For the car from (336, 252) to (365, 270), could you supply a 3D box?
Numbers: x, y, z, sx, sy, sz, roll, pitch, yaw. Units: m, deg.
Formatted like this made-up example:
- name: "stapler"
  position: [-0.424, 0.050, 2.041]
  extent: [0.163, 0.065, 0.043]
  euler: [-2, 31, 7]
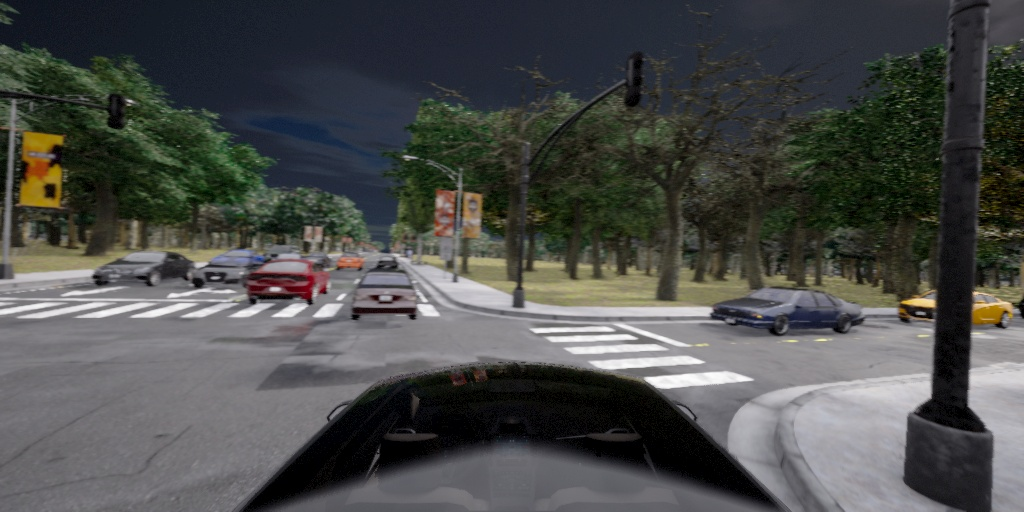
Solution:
- name: "car"
  position: [-15.084, 0.411, 33.748]
  extent: [2.097, 1.767, 4.553]
  euler: [3, 0, -19]

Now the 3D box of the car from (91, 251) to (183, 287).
- name: "car"
  position: [-16.090, 0.487, 16.057]
  extent: [1.812, 1.442, 4.674]
  euler: [3, 0, -19]

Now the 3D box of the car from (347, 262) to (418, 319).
- name: "car"
  position: [-4.119, 1.114, 11.767]
  extent: [2.033, 1.411, 5.357]
  euler: [3, 0, -19]

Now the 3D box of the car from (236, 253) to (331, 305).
- name: "car"
  position: [-8.129, 0.842, 13.459]
  extent: [1.882, 1.535, 5.008]
  euler: [3, 0, -19]

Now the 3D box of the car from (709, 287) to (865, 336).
- name: "car"
  position: [9.439, 1.789, 12.222]
  extent: [5.357, 1.411, 2.033]
  euler: [3, 0, -19]

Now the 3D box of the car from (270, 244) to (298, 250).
- name: "car"
  position: [-22.677, -0.105, 35.514]
  extent: [2.150, 2.045, 5.566]
  euler: [3, 0, -18]

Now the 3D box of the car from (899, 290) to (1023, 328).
- name: "car"
  position: [19.239, 2.219, 15.579]
  extent: [5.008, 1.535, 1.882]
  euler: [3, 0, -19]

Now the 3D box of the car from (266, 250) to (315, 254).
- name: "car"
  position: [-16.109, 0.512, 26.135]
  extent: [1.812, 1.442, 4.674]
  euler: [3, 0, -19]

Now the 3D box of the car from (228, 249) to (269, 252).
- name: "car"
  position: [-19.331, 0.296, 25.525]
  extent: [1.882, 1.535, 5.008]
  euler: [3, 0, -19]

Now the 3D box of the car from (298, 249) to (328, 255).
- name: "car"
  position: [-19.358, 0.337, 35.753]
  extent: [2.128, 1.511, 4.902]
  euler: [3, 0, -18]

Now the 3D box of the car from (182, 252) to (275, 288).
- name: "car"
  position: [-12.917, 0.690, 16.800]
  extent: [1.994, 1.385, 4.181]
  euler: [3, 0, -18]

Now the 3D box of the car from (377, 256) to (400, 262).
- name: "car"
  position: [-11.508, 0.719, 33.307]
  extent: [1.882, 1.535, 5.008]
  euler: [3, 0, -19]
